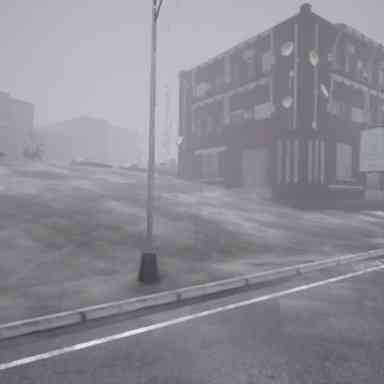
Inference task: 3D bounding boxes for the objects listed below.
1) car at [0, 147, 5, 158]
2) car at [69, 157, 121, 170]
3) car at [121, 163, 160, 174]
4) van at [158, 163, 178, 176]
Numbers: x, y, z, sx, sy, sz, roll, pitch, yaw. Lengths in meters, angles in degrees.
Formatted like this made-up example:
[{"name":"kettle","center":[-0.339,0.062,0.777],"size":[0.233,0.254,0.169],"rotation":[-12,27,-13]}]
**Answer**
[{"name":"car","center":[-17.176,-3.336,24.860],"size":[2.435,2.045,5.566],"rotation":[0,-1,44]},{"name":"car","center":[-9.844,-2.662,33.099],"size":[2.002,1.452,4.674],"rotation":[0,-2,41]},{"name":"car","center":[-6.281,-2.437,37.339],"size":[2.002,1.452,4.674],"rotation":[0,-2,40]},{"name":"van","center":[-2.693,-2.450,41.739],"size":[1.878,1.987,4.442],"rotation":[0,-2,39]}]
